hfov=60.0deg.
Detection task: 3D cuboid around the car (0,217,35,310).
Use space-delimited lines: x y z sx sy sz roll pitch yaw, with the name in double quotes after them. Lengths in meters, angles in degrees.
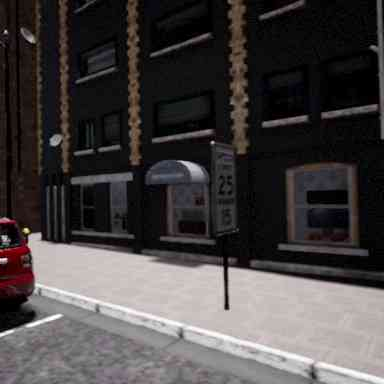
-5.220 1.392 6.770 5.009 1.841 2.192 -1 -1 35 "car"
